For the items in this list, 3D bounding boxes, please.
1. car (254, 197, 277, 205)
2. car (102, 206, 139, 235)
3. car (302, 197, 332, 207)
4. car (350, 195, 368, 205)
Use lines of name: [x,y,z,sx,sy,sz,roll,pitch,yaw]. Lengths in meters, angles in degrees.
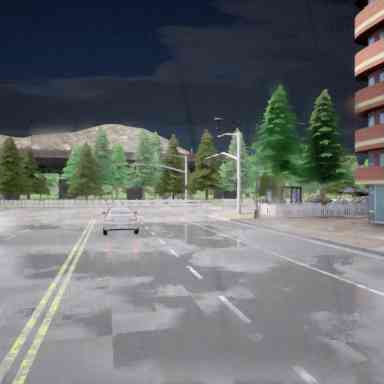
car: [11.807,1.470,50.657,4.674,1.442,1.812,0,0,-13]
car: [-4.043,1.526,18.761,1.812,1.442,4.674,0,0,-14]
car: [18.028,1.449,48.534,4.892,1.490,1.837,0,0,-13]
car: [28.210,1.297,54.039,4.553,1.767,2.097,0,0,-6]
